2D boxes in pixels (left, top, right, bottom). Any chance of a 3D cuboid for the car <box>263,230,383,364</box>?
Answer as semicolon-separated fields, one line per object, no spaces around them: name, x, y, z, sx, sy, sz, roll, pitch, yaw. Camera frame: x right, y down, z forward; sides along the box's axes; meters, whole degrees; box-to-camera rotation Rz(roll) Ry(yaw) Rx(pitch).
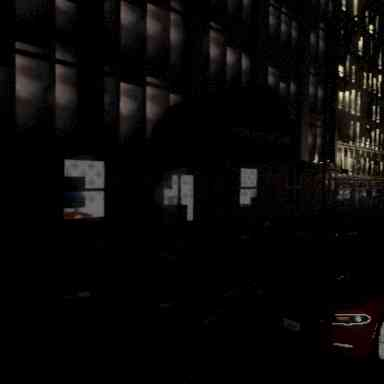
car;2.901;1.412;5.711;4.507;1.381;1.887;-1;2;-43

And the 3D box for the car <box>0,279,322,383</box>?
car;-1.258;1.471;1.838;4.313;1.339;1.947;-1;2;-43
